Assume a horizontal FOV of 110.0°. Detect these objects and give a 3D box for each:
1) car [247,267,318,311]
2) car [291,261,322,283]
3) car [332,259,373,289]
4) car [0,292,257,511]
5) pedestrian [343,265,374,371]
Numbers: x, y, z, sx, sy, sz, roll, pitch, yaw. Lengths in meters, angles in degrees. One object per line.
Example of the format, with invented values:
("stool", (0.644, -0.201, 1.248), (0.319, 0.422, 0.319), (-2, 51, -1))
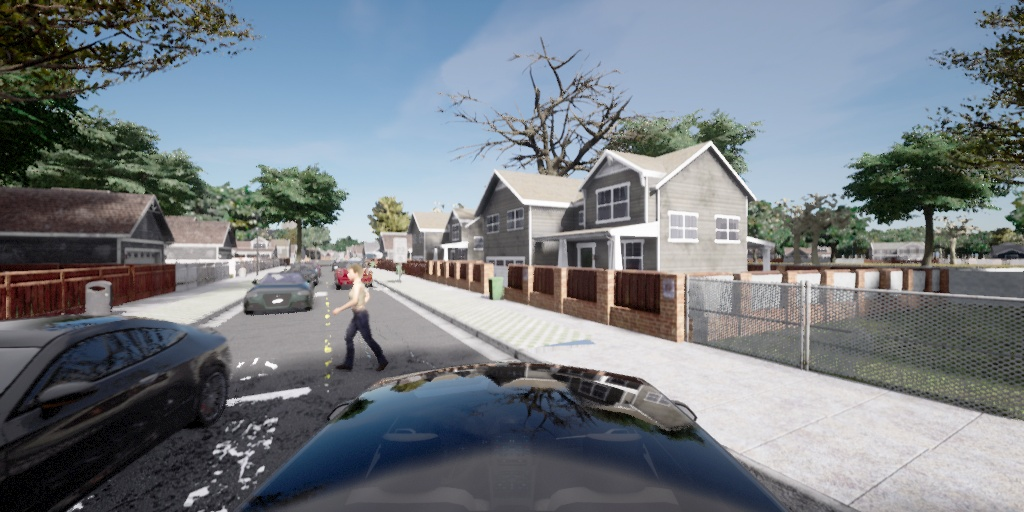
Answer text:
("car", (-8.654, 1.301, 13.594), (1.994, 1.385, 4.181), (0, 0, -28))
("car", (-14.422, 1.233, 24.788), (1.837, 1.490, 4.892), (0, 0, -27))
("car", (-10.297, 1.072, 23.209), (2.097, 1.767, 4.553), (0, 0, -27))
("car", (-4.065, 1.280, 2.773), (1.812, 1.442, 4.674), (0, 0, -15))
("pedestrian", (-2.616, 1.039, 6.102), (0.375, 1.860, 0.375), (0, 0, -27))
